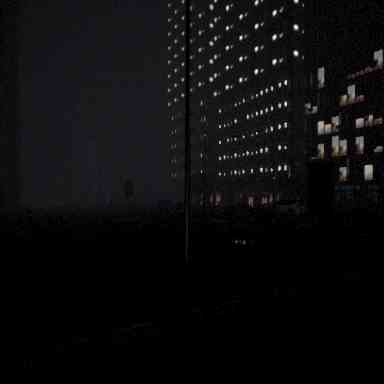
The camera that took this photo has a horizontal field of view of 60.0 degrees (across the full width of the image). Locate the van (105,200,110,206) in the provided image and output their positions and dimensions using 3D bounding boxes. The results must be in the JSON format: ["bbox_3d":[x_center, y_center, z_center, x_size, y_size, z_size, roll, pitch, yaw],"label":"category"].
[{"bbox_3d":[-18.206,2.630,76.615,1.690,1.788,3.998,-1,-1,-26],"label":"van"}]

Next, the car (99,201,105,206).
[{"bbox_3d":[-23.073,3.049,86.751,1.887,1.381,4.507,-1,-1,-26],"label":"car"}]

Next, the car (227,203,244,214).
[{"bbox_3d":[6.398,2.164,44.754,1.947,1.339,4.313,-1,-1,-26],"label":"car"}]

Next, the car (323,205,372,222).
[{"bbox_3d":[13.704,1.850,29.544,2.008,1.369,4.403,-1,-1,-26],"label":"car"}]

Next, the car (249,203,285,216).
[{"bbox_3d":[8.834,2.064,39.684,1.947,1.339,4.313,-1,-1,-26],"label":"car"}]

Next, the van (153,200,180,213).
[{"bbox_3d":[-3.595,2.002,46.198,1.690,1.788,3.998,-1,-1,-26],"label":"van"}]

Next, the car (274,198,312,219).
[{"bbox_3d":[9.444,1.588,32.515,2.150,2.045,5.566,0,-1,-26],"label":"car"}]

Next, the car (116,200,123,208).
[{"bbox_3d":[-13.259,2.598,66.321,1.752,1.417,4.829,-1,-1,-26],"label":"car"}]

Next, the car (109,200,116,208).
[{"bbox_3d":[-15.768,2.727,71.544,1.887,1.381,4.507,-1,-1,-26],"label":"car"}]

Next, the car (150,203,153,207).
[{"bbox_3d":[-8.213,2.804,75.171,1.802,1.307,4.206,-1,-1,-26],"label":"car"}]

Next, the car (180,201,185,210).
[{"bbox_3d":[-2.071,2.320,56.345,1.882,1.535,5.008,0,-1,-25],"label":"car"}]

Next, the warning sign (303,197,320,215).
[{"bbox_3d":[13.068,1.540,36.424,1.300,1.860,1.060,1,-1,-26],"label":"warning sign"}]

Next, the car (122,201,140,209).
[{"bbox_3d":[-10.897,2.522,61.404,2.008,1.369,4.403,-1,-1,-26],"label":"car"}]

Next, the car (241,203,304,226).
[{"bbox_3d":[6.150,1.811,25.916,2.008,1.369,4.403,-1,-1,-26],"label":"car"}]
